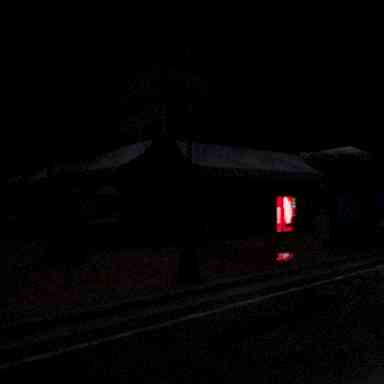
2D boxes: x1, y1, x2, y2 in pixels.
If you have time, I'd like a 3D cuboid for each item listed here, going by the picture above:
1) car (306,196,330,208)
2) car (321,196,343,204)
[{"bbox_3d":[18.934,1.442,48.666,5.027,1.636,2.152,0,0,-36],"label":"car"},{"bbox_3d":[28.208,1.627,66.783,4.514,1.523,2.007,0,0,-36],"label":"car"}]
